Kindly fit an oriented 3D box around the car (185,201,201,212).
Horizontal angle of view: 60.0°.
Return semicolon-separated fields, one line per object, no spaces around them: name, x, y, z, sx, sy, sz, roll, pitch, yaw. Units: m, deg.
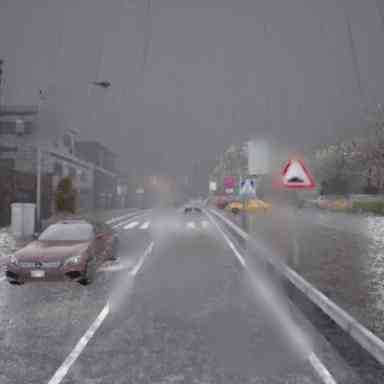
car;0.099;1.729;39.848;1.895;1.301;4.718;0;-1;0

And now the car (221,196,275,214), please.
car;6.124;1.529;35.620;5.366;1.575;1.946;0;-1;0

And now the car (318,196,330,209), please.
car;18.728;1.614;40.516;5.366;1.575;1.946;0;-1;0

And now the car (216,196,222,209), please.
car;6.244;1.525;47.771;5.566;2.045;2.435;0;-1;-1

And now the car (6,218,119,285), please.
car;-3.341;1.508;9.540;1.812;1.442;4.674;0;0;0

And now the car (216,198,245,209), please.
car;6.176;1.818;53.718;4.553;1.767;2.185;0;-2;-1

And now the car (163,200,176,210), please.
car;-3.357;1.966;50.765;2.033;1.411;5.357;0;-2;0

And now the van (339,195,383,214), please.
van;18.464;1.301;35.063;4.442;1.987;1.878;0;-1;0

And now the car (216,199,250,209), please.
car;6.186;1.858;50.680;5.008;1.535;2.097;0;-2;-1

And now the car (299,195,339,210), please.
car;18.473;1.488;46.236;5.566;2.045;2.435;0;-2;-1

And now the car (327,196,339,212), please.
car;18.746;1.567;37.856;5.366;1.575;1.946;0;-1;0
